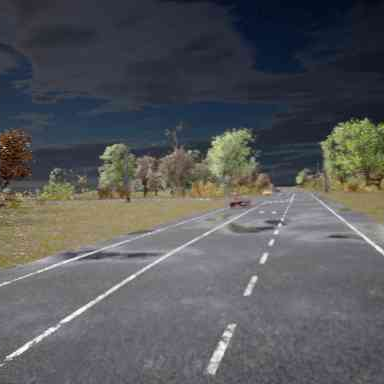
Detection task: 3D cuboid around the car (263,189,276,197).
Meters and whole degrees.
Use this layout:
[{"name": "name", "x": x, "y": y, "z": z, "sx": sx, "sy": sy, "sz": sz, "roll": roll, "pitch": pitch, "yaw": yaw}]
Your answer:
[{"name": "car", "x": 16.370, "y": 0.275, "z": 71.741, "sx": 1.882, "sy": 1.535, "sz": 5.008, "roll": -4, "pitch": 0, "yaw": 18}]

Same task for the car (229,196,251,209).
[{"name": "car", "x": 5.527, "y": 1.154, "z": 37.866, "sx": 1.895, "sy": 1.301, "sz": 4.718, "roll": -4, "pitch": 0, "yaw": 18}]
